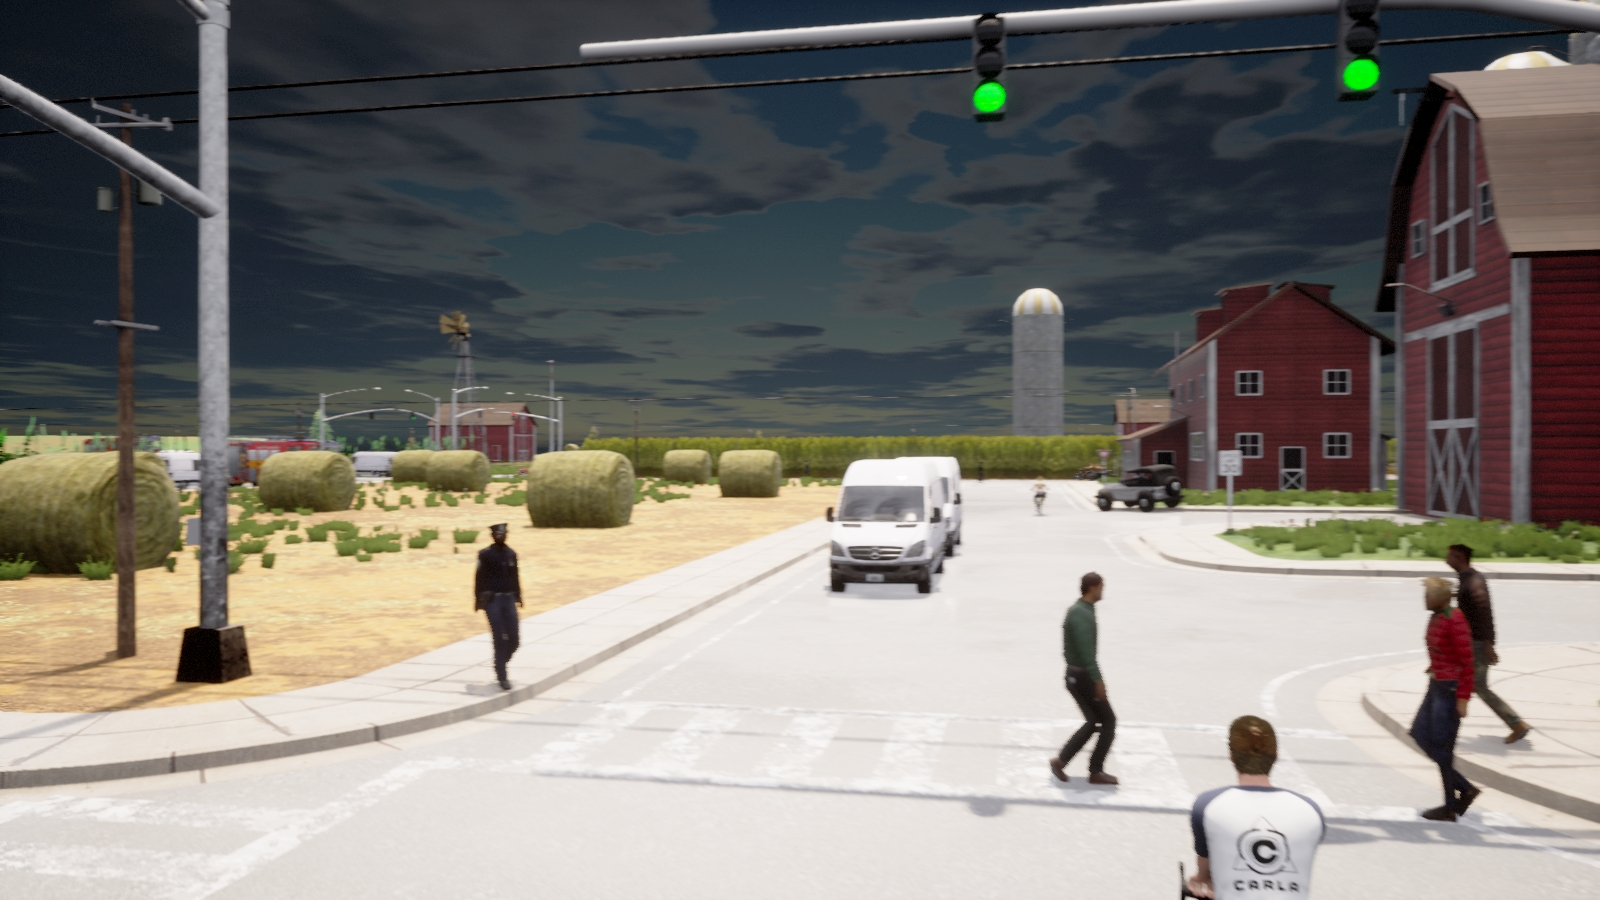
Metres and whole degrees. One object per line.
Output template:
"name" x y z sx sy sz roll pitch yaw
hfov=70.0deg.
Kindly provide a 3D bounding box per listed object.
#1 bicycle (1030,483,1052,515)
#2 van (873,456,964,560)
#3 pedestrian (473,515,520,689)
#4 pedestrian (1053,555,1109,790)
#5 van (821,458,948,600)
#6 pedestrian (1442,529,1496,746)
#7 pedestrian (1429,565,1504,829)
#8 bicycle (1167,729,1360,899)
"bicycle" 9.905 2.012 47.054 0.859 1.276 1.487 -1 -1 11
"van" 3.396 1.475 31.672 1.988 2.561 5.915 0 0 11
"pedestrian" -3.359 1.661 12.655 0.375 1.860 0.375 0 0 -39
"pedestrian" 2.311 1.811 9.412 0.375 1.860 0.375 0 0 3
"van" 1.935 1.480 24.088 1.988 2.561 5.915 0 0 11
"pedestrian" 6.006 1.655 10.255 0.375 1.860 0.375 0 0 37
"pedestrian" 4.930 1.808 8.465 0.375 1.860 0.375 0 0 11
"bicycle" 1.712 2.033 4.401 0.373 1.496 1.643 0 0 11
